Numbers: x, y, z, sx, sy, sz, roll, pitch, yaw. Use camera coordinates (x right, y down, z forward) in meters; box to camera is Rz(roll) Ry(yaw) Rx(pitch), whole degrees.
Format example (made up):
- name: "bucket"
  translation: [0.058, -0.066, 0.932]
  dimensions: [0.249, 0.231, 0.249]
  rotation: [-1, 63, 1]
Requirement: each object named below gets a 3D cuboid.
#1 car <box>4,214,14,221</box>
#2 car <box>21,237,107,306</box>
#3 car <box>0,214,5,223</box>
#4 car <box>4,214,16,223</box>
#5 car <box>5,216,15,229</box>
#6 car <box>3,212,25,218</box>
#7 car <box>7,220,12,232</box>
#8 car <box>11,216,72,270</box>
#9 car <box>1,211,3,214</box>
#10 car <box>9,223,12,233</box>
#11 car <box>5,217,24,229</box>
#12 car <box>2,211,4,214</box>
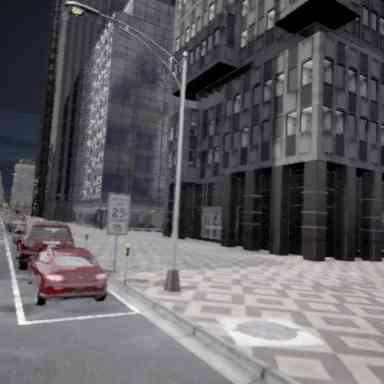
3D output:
- name: "car"
  translation: [-40.150, 5.640, 72.929]
  dimensions: [1.802, 1.307, 4.206]
  rotation: [6, -6, -30]
- name: "car"
  translation: [-3.614, 2.212, 9.473]
  dimensions: [1.802, 1.307, 4.206]
  rotation: [6, -6, -30]
- name: "car"
  translation: [-19.735, 3.170, 32.366]
  dimensions: [2.128, 1.511, 4.902]
  rotation: [6, -6, -30]
- name: "car"
  translation: [-34.609, 5.044, 63.321]
  dimensions: [1.752, 1.417, 4.829]
  rotation: [6, -6, -30]
- name: "car"
  translation: [-17.663, 3.467, 33.884]
  dimensions: [1.887, 1.381, 4.507]
  rotation: [6, -6, -30]
- name: "car"
  translation: [-20.461, 3.502, 38.786]
  dimensions: [2.192, 1.841, 5.009]
  rotation: [6, -6, -30]
- name: "car"
  translation: [-12.043, 2.966, 24.119]
  dimensions: [1.947, 1.339, 4.313]
  rotation: [6, -6, -30]
- name: "car"
  translation: [-6.409, 2.201, 14.378]
  dimensions: [2.192, 1.841, 5.009]
  rotation: [6, -6, -30]
- name: "car"
  translation: [-31.702, 4.560, 58.312]
  dimensions: [2.192, 1.841, 5.009]
  rotation: [6, -6, -30]
- name: "car"
  translation: [-9.234, 2.708, 19.238]
  dimensions: [1.947, 1.339, 4.313]
  rotation: [6, -6, -30]
- name: "car"
  translation: [-23.285, 4.015, 43.645]
  dimensions: [1.947, 1.339, 4.313]
  rotation: [6, -6, -30]
- name: "car"
  translation: [-26.081, 4.031, 48.548]
  dimensions: [2.192, 1.841, 5.009]
  rotation: [6, -6, -30]
